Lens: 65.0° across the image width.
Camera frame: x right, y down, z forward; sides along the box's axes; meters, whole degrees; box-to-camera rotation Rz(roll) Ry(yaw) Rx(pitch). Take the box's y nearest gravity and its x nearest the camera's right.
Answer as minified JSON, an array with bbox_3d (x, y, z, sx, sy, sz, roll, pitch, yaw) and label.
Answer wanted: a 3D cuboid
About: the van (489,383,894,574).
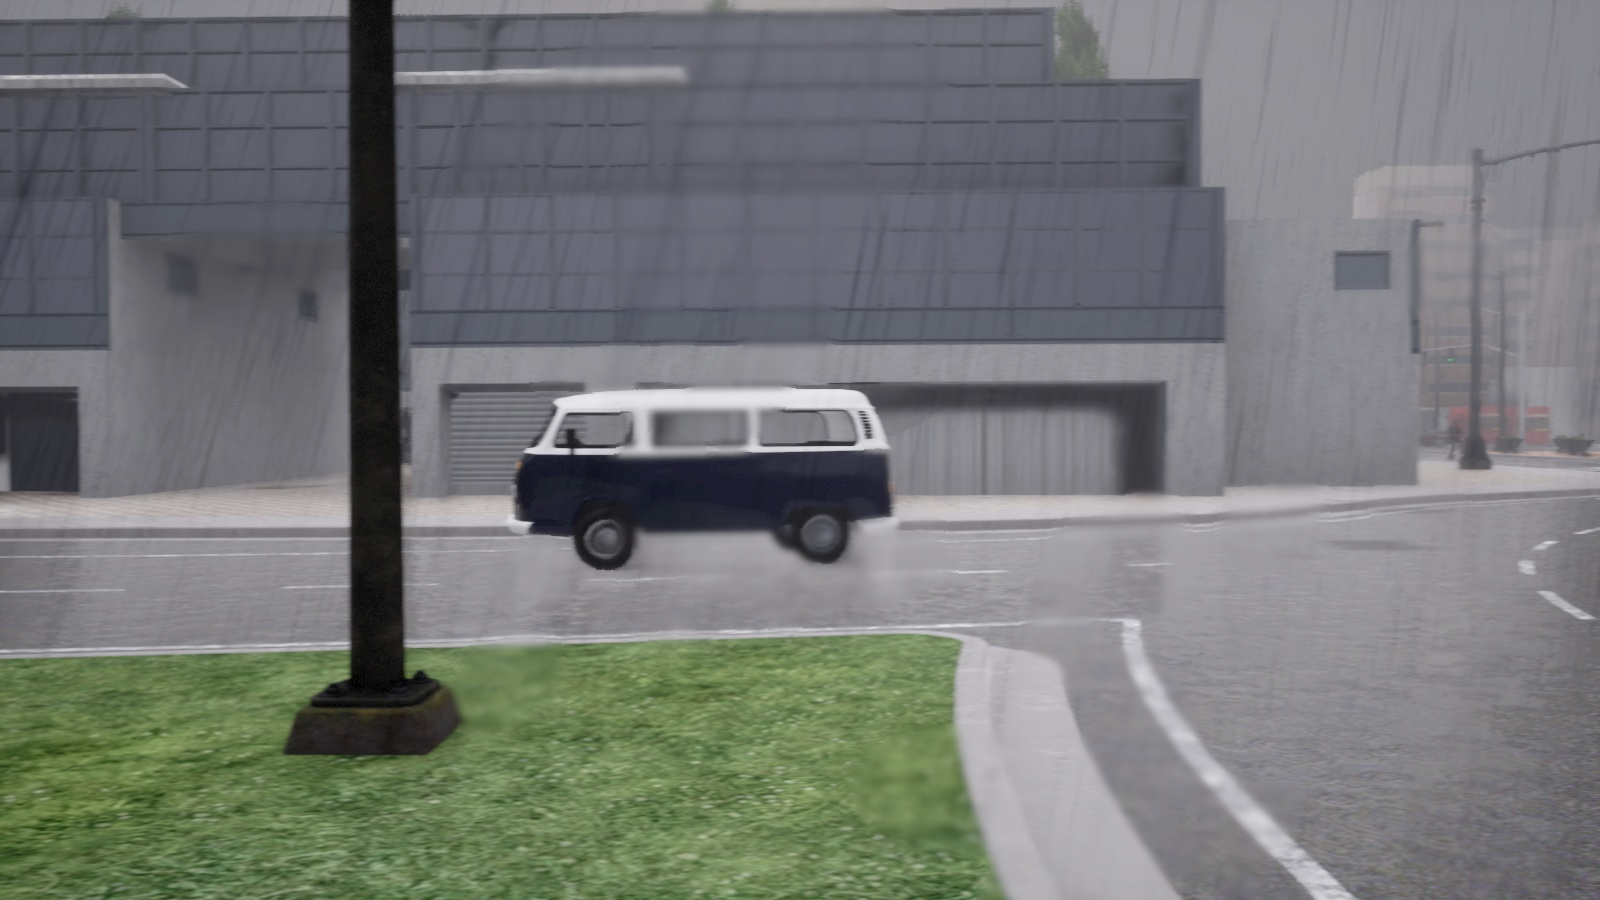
[{"bbox_3d":[-1.334,0.288,14.880,4.480,2.038,2.069,0,1,-11],"label":"van"}]
